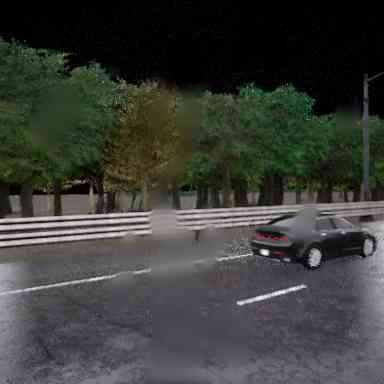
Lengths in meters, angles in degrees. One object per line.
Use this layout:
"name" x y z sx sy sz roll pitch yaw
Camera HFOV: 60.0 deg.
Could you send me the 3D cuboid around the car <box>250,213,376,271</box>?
"car" 4.032 1.437 10.755 4.892 1.490 1.837 0 0 -35
